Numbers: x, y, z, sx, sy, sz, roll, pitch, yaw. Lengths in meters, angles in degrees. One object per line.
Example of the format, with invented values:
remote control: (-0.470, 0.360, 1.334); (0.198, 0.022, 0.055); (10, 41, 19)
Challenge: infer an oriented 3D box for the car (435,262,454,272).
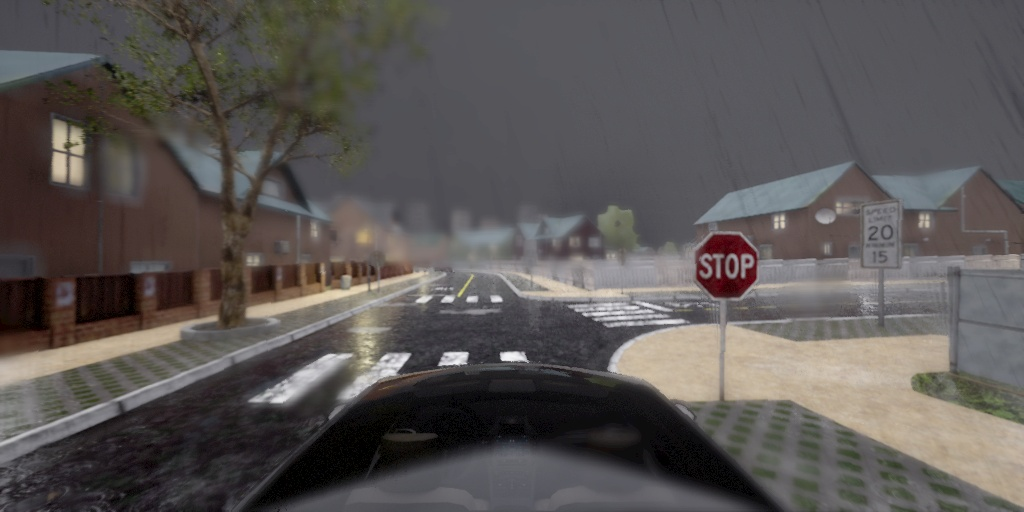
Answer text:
car: (-10.927, 1.699, 58.182); (2.097, 1.767, 4.553); (1, -1, -28)
